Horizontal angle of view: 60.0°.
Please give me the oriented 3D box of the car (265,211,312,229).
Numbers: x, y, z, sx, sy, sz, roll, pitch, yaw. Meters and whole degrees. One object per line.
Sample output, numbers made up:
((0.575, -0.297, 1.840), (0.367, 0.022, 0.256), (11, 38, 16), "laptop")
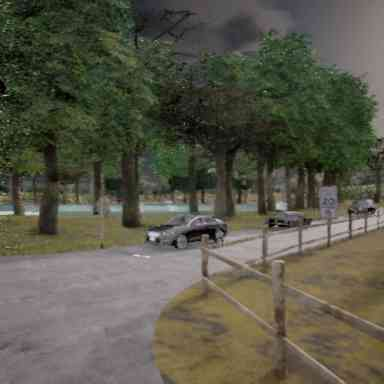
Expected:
((7.471, 2.176, 25.616), (1.895, 1.301, 4.718), (0, -1, 40), "car")

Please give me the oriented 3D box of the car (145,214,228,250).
((-0.144, 1.870, 16.646), (2.128, 1.511, 4.902), (0, -1, 41), "car")

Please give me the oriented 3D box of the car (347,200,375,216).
((21.463, 1.995, 42.101), (2.150, 2.045, 5.566), (0, 0, 41), "car")
